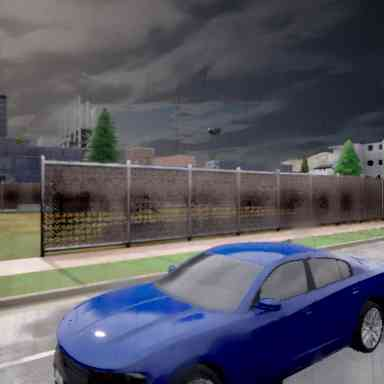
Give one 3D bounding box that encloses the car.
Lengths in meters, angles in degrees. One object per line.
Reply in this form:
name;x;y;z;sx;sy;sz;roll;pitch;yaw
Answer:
car;0.795;1.476;4.555;5.008;1.535;1.882;0;0;-35
